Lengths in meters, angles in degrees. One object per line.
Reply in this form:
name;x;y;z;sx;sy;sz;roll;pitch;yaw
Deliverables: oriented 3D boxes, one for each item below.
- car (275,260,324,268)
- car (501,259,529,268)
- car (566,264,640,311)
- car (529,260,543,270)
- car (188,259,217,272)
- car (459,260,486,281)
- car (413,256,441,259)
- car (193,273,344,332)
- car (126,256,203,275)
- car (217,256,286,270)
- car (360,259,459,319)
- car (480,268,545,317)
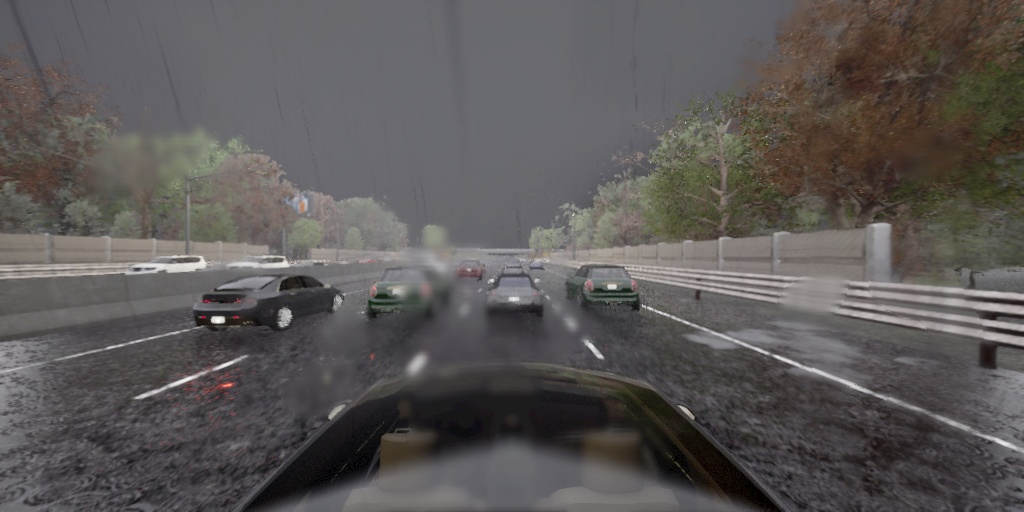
car;-17.601;1.270;30.819;1.837;1.490;4.892;0;0;0
car;0.096;1.257;30.792;2.128;1.511;4.902;0;0;0
car;3.498;1.104;14.637;2.097;1.767;4.553;0;0;0
car;3.489;1.346;53.336;1.994;1.385;4.181;0;0;0
car;-24.598;1.257;31.052;2.128;1.511;4.902;0;0;0
car;-3.407;1.117;30.550;2.097;1.767;4.553;0;0;0
car;-6.906;0.986;30.068;2.150;2.045;5.566;0;0;0
car;-6.903;1.259;10.847;1.837;1.490;4.892;0;0;0
car;-28.102;0.986;29.526;2.150;2.045;5.566;0;0;0
car;-21.102;0.989;29.987;2.150;2.045;5.566;0;0;0
car;-3.399;1.107;12.902;2.097;1.767;4.553;0;0;0
car;0.097;1.319;13.179;1.994;1.385;4.181;0;0;0
